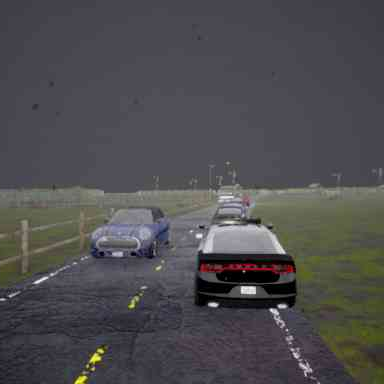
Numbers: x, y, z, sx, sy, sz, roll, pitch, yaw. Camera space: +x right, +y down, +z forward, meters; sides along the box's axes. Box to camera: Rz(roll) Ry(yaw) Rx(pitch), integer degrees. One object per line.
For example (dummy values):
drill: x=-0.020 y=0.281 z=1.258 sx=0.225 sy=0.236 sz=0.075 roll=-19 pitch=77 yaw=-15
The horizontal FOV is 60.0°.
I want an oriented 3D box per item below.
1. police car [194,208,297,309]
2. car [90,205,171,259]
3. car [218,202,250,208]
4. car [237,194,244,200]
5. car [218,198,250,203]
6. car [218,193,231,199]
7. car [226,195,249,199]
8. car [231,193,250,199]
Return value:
police car: x=1.098 y=1.423 z=8.093 sx=1.930 sy=1.638 sz=5.238 roll=0 pitch=0 yaw=4
car: x=-2.111 y=1.347 z=12.590 sx=2.097 sy=1.767 sz=4.553 roll=0 pitch=0 yaw=6
car: x=2.050 y=1.494 z=17.784 sx=1.837 sy=1.490 sz=4.892 roll=0 pitch=0 yaw=8
car: x=13.412 y=1.413 z=91.814 sx=1.812 sy=1.442 sz=4.674 roll=0 pitch=0 yaw=12
car: x=2.947 y=1.460 z=23.625 sx=1.882 sy=1.535 sz=5.008 roll=0 pitch=0 yaw=10
car: x=5.715 y=1.163 z=55.348 sx=2.150 sy=2.045 sz=5.566 roll=0 pitch=0 yaw=12
car: x=5.658 y=1.438 z=41.184 sx=1.882 sy=1.535 sz=5.008 roll=0 pitch=0 yaw=12
car: x=7.755 y=1.168 z=51.290 sx=2.150 sy=2.045 sz=5.566 roll=0 pitch=0 yaw=12
